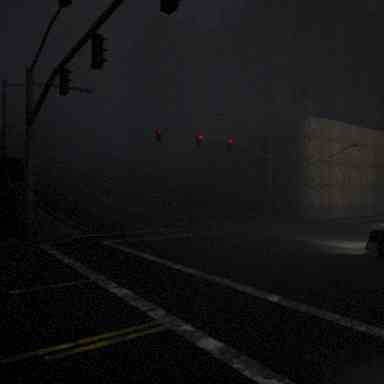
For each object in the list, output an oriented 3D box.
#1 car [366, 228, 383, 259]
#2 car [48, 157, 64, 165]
[{"bbox_3d":[7.100,1.561,9.956,1.882,1.535,5.008,2,0,6],"label":"car"},{"bbox_3d":[-24.842,-5.691,60.773,2.033,1.411,5.357,1,5,-36],"label":"car"}]
